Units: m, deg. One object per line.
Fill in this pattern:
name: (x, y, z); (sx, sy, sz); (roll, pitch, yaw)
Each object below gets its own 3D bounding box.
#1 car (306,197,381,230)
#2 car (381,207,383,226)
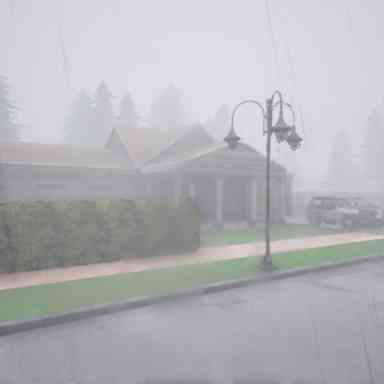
car: (8.920, 1.234, 20.374); (1.905, 1.878, 3.866); (0, 0, -33)
car: (10.808, 1.245, 22.080); (1.932, 1.855, 4.605); (0, 0, -33)
